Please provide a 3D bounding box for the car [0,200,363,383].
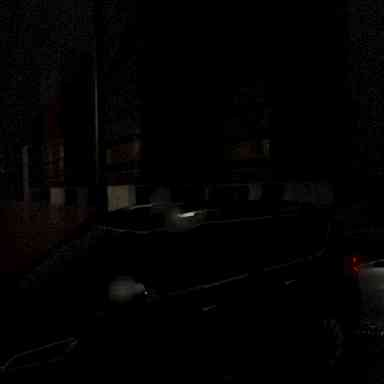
[{"bbox_3d":[-0.370,1.178,3.718,5.566,2.045,2.150,-2,1,-34],"label":"car"}]
